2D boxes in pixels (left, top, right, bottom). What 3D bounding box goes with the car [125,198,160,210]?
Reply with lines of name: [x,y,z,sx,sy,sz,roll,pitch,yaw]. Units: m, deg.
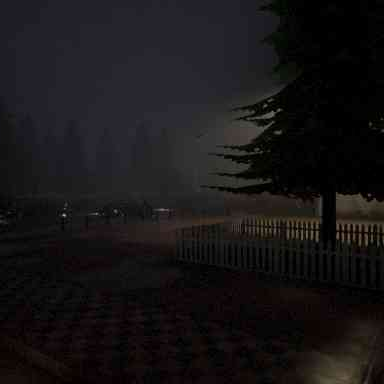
car: [-6.601,1.526,44.746,1.812,1.442,4.674,0,0,36]

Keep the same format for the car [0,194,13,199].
car: [-18.147,1.222,28.558,2.150,2.045,5.566,0,0,35]

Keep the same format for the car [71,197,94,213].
car: [-12.546,1.352,36.412,2.097,1.767,4.553,0,0,36]

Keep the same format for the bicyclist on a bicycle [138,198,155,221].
bicyclist on a bicycle: [-3.355,1.302,24.356,1.656,1.620,0.582,0,0,35]

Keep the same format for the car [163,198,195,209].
car: [-1.646,1.547,45.649,2.033,1.411,5.357,0,0,36]

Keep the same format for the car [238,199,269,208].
car: [9.432,1.225,48.819,2.150,2.045,5.566,0,0,36]

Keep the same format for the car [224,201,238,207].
car: [6.661,1.564,50.980,1.994,1.385,4.181,0,0,37]

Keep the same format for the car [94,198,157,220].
car: [-5.468,1.505,27.915,1.837,1.490,4.892,0,0,36]

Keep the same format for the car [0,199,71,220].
car: [-13.660,1.547,28.824,2.033,1.411,5.357,0,0,35]

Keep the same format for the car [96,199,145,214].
car: [-7.815,1.547,37.020,2.033,1.411,5.357,0,0,35]
